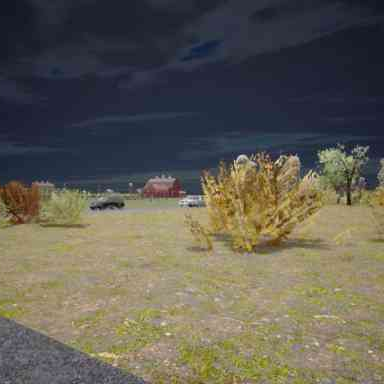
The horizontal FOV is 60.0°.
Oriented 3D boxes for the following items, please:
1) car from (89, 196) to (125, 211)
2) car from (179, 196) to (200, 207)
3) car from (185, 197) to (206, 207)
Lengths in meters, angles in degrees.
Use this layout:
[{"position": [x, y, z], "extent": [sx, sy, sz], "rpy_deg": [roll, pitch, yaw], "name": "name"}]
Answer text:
[{"position": [-12.392, 1.627, 48.801], "extent": [2.150, 2.045, 5.566], "rpy_deg": [-1, 0, 36], "name": "car"}, {"position": [-0.228, 1.847, 65.450], "extent": [2.150, 2.045, 5.566], "rpy_deg": [-1, -1, 36], "name": "car"}, {"position": [1.316, 2.119, 61.541], "extent": [1.994, 1.385, 4.181], "rpy_deg": [-1, -1, 36], "name": "car"}]
